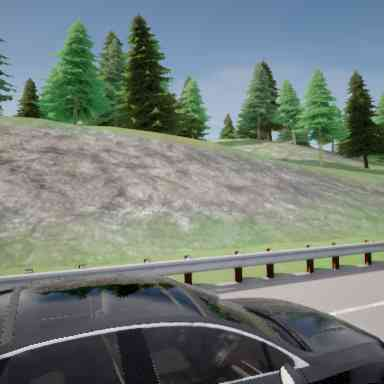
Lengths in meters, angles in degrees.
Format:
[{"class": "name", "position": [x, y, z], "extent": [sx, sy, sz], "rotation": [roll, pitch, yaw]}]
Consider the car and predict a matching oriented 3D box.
[{"class": "car", "position": [-0.412, 1.504, 2.709], "extent": [4.892, 1.490, 1.837], "rotation": [0, 0, -25]}]
